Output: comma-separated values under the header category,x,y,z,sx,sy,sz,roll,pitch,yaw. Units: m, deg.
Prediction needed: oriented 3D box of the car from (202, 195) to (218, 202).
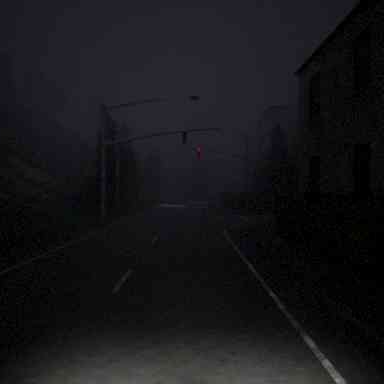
category,x,y,z,sx,sy,sz,roll,pitch,yaw
car,3.916,1.394,70.818,1.812,1.442,4.674,0,0,35

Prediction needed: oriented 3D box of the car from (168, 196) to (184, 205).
category,x,y,z,sx,sy,sz,roll,pitch,yaw
car,-2.648,1.421,56.715,1.812,1.442,4.674,0,0,12
